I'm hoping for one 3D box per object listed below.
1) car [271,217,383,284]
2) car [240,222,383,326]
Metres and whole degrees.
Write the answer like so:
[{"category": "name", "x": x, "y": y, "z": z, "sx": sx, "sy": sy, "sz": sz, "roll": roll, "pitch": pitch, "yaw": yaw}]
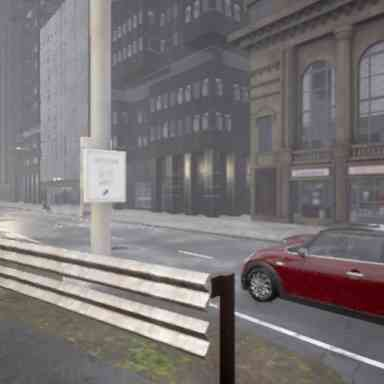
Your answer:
[{"category": "car", "x": 4.891, "y": 1.644, "z": 10.009, "sx": 1.812, "sy": 1.442, "sz": 4.674, "roll": 0, "pitch": 0, "yaw": -41}, {"category": "car", "x": 3.147, "y": 1.463, "z": 6.696, "sx": 2.097, "sy": 1.767, "sz": 4.553, "roll": 0, "pitch": -1, "yaw": -41}]
